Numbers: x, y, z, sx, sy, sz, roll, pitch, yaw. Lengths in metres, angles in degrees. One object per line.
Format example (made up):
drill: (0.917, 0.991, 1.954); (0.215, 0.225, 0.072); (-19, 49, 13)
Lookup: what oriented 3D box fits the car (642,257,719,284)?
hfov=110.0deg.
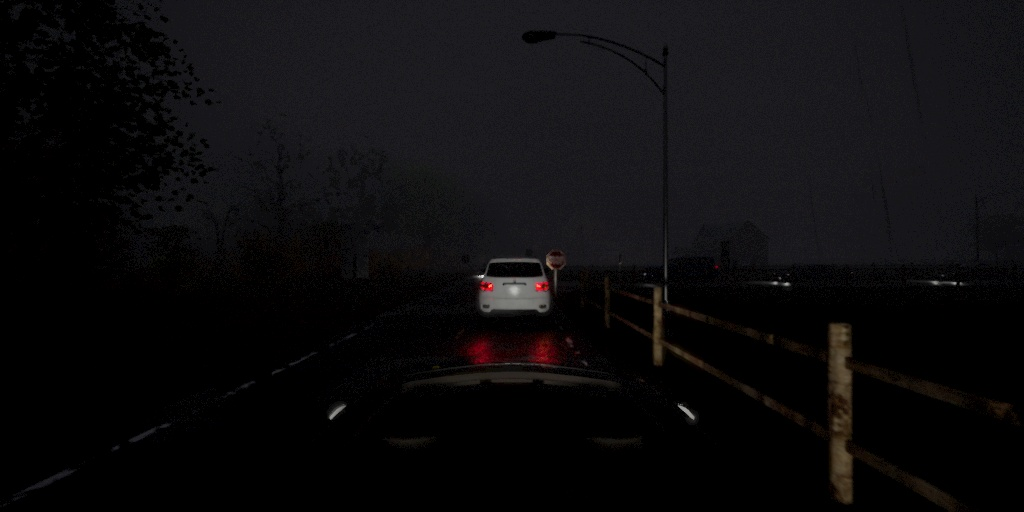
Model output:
car: (13.246, 1.080, 28.258); (5.566, 2.045, 2.150); (0, -1, 0)

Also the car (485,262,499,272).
car: (-2.840, 1.556, 52.450); (1.812, 1.442, 4.674); (0, 0, 0)

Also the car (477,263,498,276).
car: (-2.846, 1.532, 42.759); (2.033, 1.411, 5.357); (0, 0, 0)

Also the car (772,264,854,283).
car: (23.839, 1.362, 28.422); (5.357, 1.411, 2.033); (0, -1, -1)

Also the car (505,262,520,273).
car: (0.073, 1.569, 50.669); (2.033, 1.411, 5.357); (0, 0, 0)

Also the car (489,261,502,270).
car: (-2.826, 1.637, 62.475); (1.994, 1.385, 4.181); (0, 0, 0)

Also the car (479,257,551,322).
car: (0.147, 1.040, 12.735); (2.150, 2.045, 5.566); (0, 0, 2)

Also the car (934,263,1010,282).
car: (36.667, 1.285, 28.617); (4.674, 1.442, 1.812); (0, -1, -1)
